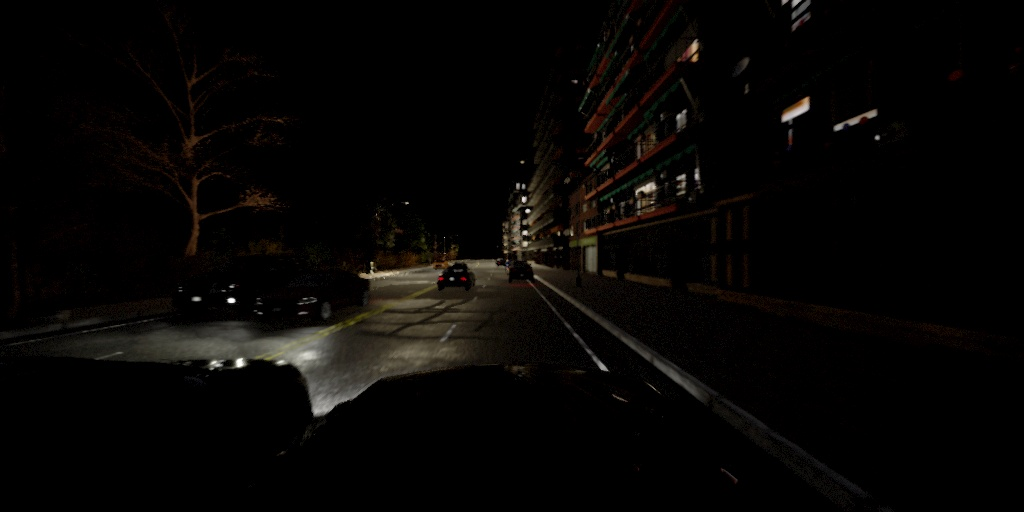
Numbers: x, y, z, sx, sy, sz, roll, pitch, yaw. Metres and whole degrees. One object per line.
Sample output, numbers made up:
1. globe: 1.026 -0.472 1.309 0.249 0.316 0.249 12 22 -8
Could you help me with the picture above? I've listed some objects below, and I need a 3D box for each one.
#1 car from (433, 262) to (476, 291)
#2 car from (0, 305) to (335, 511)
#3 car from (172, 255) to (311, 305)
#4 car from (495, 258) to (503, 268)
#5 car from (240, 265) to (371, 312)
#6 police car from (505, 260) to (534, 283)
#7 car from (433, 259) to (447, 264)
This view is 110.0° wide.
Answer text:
1. car: -3.335 1.310 22.154 2.033 1.411 5.357 0 0 -1
2. car: -3.167 1.320 2.242 1.994 1.385 4.181 0 0 0
3. car: -9.914 0.991 13.997 2.150 2.045 5.566 0 0 -1
4. car: -1.744 1.351 64.142 2.033 1.411 5.357 0 0 -3
5. car: -6.656 1.241 12.605 1.882 1.535 5.008 0 0 -1
6. police car: 0.659 1.185 28.619 1.930 1.638 5.238 0 0 -1
7. car: -11.127 1.283 56.223 1.882 1.535 5.008 0 0 -2
